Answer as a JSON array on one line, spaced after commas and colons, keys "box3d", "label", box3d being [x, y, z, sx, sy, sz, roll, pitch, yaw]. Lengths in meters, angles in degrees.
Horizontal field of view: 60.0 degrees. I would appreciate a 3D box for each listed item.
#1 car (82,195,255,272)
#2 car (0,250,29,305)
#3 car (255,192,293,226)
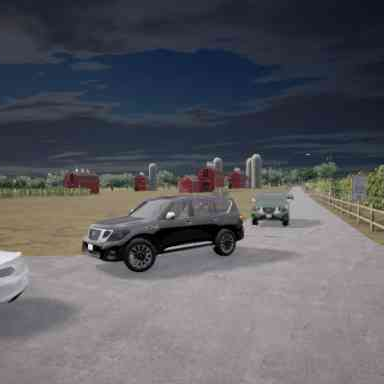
[{"box3d": [-0.676, 1.143, 10.947, 5.566, 2.045, 2.150, -1, 1, -39], "label": "car"}, {"box3d": [-5.511, 1.618, 5.940, 4.674, 1.442, 1.812, -1, 1, -15], "label": "car"}, {"box3d": [5.247, 1.021, 21.802, 2.150, 2.045, 5.566, 0, 0, 18], "label": "car"}]
